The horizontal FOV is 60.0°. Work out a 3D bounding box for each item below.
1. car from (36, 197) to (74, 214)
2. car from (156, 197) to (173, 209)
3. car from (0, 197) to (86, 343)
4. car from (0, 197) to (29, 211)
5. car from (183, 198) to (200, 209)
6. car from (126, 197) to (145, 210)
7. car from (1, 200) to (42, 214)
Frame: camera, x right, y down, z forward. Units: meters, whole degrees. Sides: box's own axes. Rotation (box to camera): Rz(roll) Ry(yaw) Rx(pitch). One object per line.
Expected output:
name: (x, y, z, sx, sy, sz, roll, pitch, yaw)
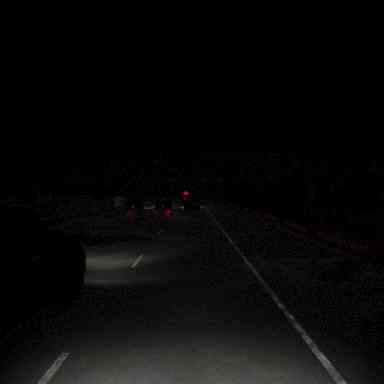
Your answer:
car: (-14.125, 1.374, 34.541, 1.882, 1.535, 5.008, 0, 0, 0)
car: (-3.539, 1.399, 41.931, 1.812, 1.442, 4.674, 0, 0, -2)
car: (-3.398, 1.208, 4.950, 2.150, 2.045, 5.566, 0, 0, 0)
car: (-21.178, 1.361, 38.936, 1.882, 1.535, 5.008, 0, 0, -1)
car: (-0.047, 1.437, 42.024, 1.994, 1.385, 4.181, 0, 0, -2)
car: (-7.017, 1.381, 41.353, 1.837, 1.490, 4.892, 0, 0, -2)
car: (-17.613, 1.497, 34.624, 1.895, 1.301, 4.718, 0, 0, 0)
